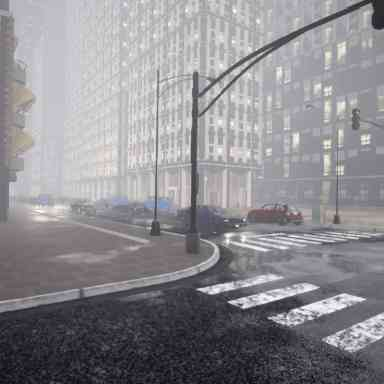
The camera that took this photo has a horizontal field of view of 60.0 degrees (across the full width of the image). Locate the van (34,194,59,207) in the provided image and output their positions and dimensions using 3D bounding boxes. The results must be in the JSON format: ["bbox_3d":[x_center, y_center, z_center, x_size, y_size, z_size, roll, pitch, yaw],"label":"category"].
[{"bbox_3d":[-20.526,1.197,46.792,1.690,1.788,3.998,1,-1,-35],"label":"van"}]

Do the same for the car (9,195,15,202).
[{"bbox_3d":[-36.792,1.396,69.881,1.947,1.339,4.313,1,-1,-35],"label":"car"}]

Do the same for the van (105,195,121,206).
[{"bbox_3d":[-10.422,1.368,46.998,1.690,1.788,3.998,1,-1,-35],"label":"van"}]

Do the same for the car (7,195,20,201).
[{"bbox_3d":[-40.043,1.378,74.499,2.008,1.369,4.403,1,-1,-35],"label":"car"}]

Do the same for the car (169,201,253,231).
[{"bbox_3d":[0.996,1.498,20.729,2.033,1.411,5.357,1,-1,-35],"label":"car"}]

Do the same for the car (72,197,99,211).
[{"bbox_3d":[-13.184,1.444,40.890,1.812,1.442,4.674,1,0,-35],"label":"car"}]

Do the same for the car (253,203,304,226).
[{"bbox_3d":[5.838,1.505,23.906,1.967,1.590,4.097,1,-1,-35],"label":"car"}]

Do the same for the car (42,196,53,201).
[{"bbox_3d":[-36.447,1.570,83.941,1.802,1.307,4.206,1,-1,-35],"label":"car"}]

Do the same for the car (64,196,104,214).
[{"bbox_3d":[-10.772,1.427,32.935,2.008,1.369,4.403,1,-1,-35],"label":"car"}]

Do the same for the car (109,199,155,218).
[{"bbox_3d":[-5.358,1.535,29.746,1.895,1.301,4.718,1,-1,-35],"label":"car"}]

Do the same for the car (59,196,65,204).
[{"bbox_3d":[-24.016,1.433,61.795,1.882,1.535,5.008,1,-1,-35],"label":"car"}]

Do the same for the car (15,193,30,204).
[{"bbox_3d":[-30.283,1.155,60.647,2.192,1.841,5.009,1,-1,-35],"label":"car"}]

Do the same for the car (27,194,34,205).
[{"bbox_3d":[-23.782,1.432,51.408,1.802,1.307,4.206,1,-1,-35],"label":"car"}]

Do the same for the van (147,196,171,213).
[{"bbox_3d":[-3.918,1.382,37.761,1.690,1.788,3.998,1,-1,-35],"label":"van"}]

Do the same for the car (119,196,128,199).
[{"bbox_3d":[-7.174,1.584,42.377,2.008,1.369,4.403,1,-1,-35],"label":"car"}]
